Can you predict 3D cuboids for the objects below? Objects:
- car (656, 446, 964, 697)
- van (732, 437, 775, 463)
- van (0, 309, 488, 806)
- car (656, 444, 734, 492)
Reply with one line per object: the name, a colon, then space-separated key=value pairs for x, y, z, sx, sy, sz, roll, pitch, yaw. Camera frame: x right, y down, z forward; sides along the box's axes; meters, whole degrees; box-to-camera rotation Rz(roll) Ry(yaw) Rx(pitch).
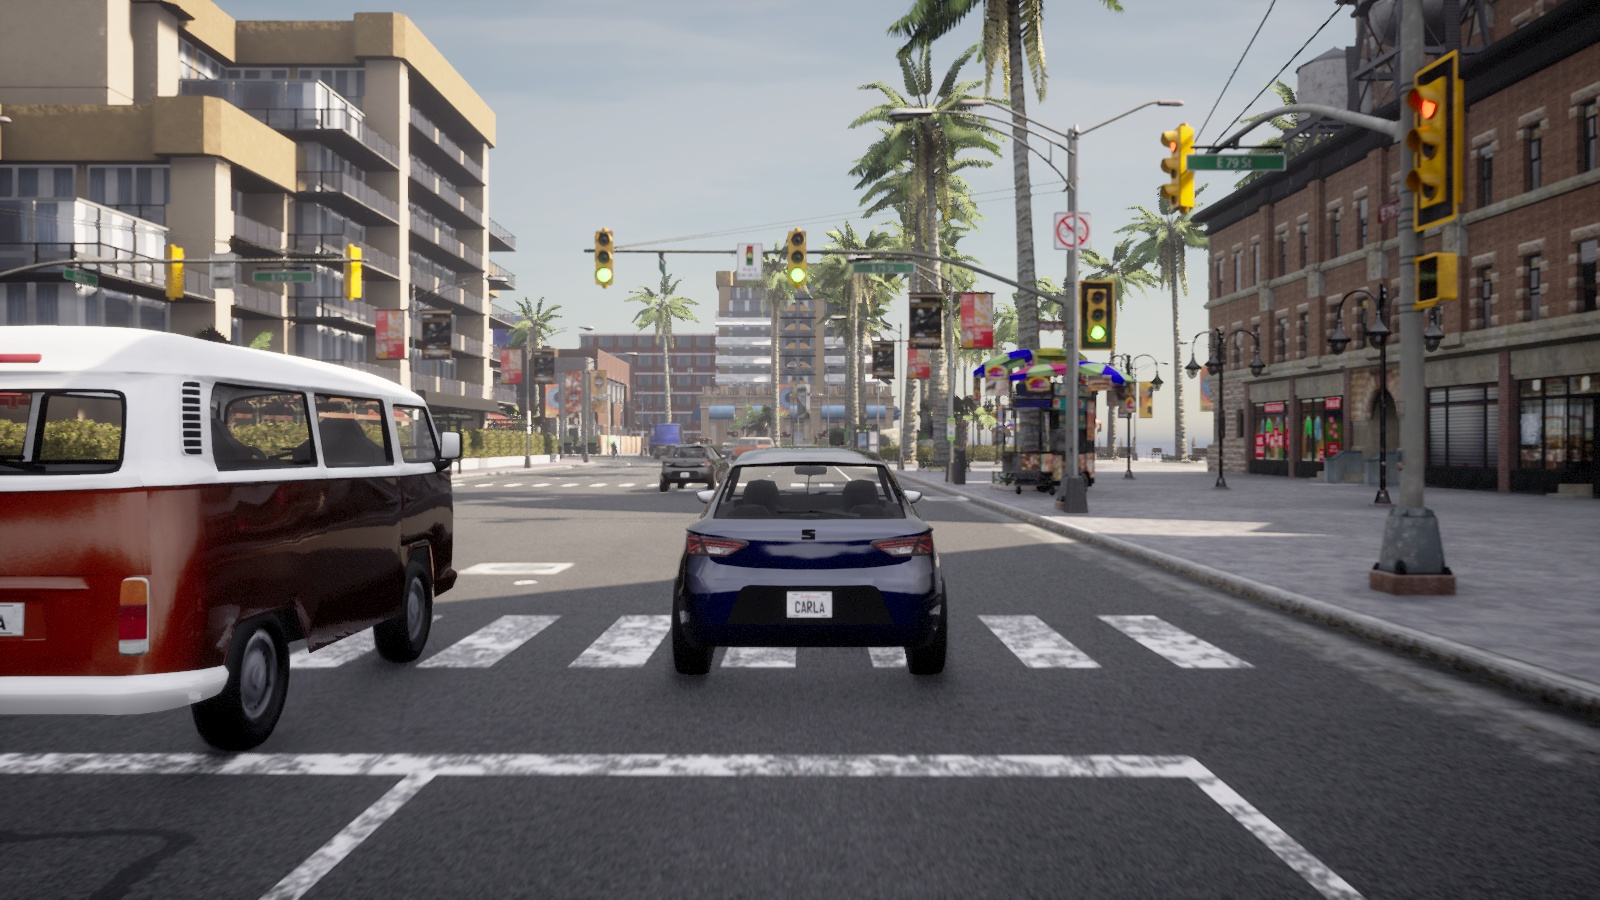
car: x=0.070 y=0.710 z=9.525 sx=1.816 sy=1.474 sz=4.193 roll=0 pitch=0 yaw=0
van: x=-3.601 y=-0.014 z=97.368 sx=1.775 sy=1.987 sz=4.442 roll=0 pitch=0 yaw=-25
van: x=-3.442 y=0.428 z=7.391 sx=2.069 sy=2.038 sz=4.480 roll=0 pitch=0 yaw=0
car: x=-3.329 y=0.545 z=40.497 sx=1.816 sy=1.474 sz=4.193 roll=0 pitch=0 yaw=5
